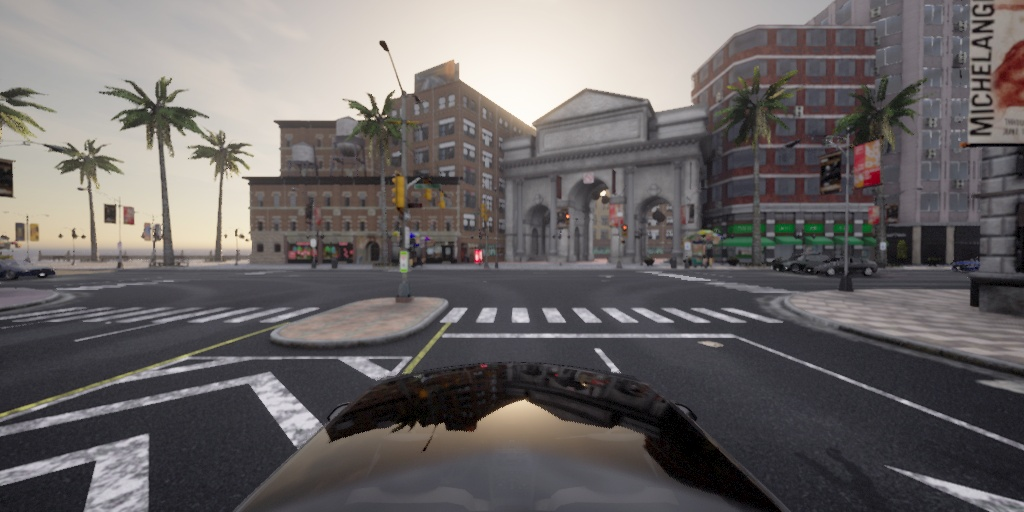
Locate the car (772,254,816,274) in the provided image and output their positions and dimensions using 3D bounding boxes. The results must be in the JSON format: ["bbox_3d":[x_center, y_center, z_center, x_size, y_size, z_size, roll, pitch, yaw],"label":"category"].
[{"bbox_3d":[26.011,0.628,32.033,4.553,1.767,2.097,0,1,1],"label":"car"}]

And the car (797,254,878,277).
[{"bbox_3d":[26.101,0.830,28.539,4.892,1.490,1.837,-1,1,1],"label":"car"}]

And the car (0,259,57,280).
[{"bbox_3d":[-35.828,0.922,25.329,5.357,1.411,2.033,0,1,0],"label":"car"}]

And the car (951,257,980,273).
[{"bbox_3d":[42.028,0.762,31.538,5.008,1.535,1.882,0,1,5],"label":"car"}]
